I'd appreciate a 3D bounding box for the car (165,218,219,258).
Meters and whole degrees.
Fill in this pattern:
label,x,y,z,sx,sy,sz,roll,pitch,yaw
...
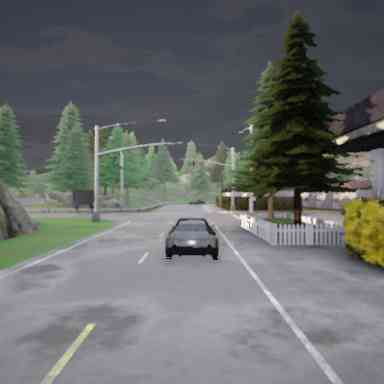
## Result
label,x,y,z,sx,sy,sz,roll,pitch,yaw
car,0.013,1.715,13.369,1.994,1.385,4.181,0,-1,1

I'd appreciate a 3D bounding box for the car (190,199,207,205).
label,x,y,z,sx,sy,sz,roll,pitch,yaw
car,1.501,2.418,79.845,2.033,1.411,5.357,0,-1,32
